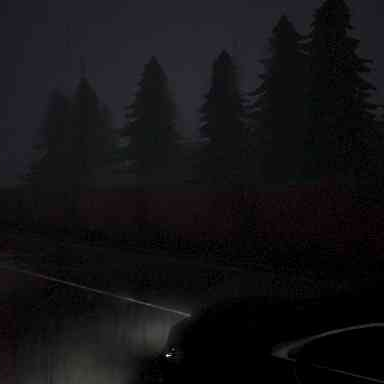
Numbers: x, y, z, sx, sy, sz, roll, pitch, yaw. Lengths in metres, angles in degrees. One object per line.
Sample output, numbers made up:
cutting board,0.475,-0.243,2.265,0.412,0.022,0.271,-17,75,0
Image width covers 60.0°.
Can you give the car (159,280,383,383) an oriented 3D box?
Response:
car,1.919,1.504,2.625,4.892,1.490,1.837,0,0,35
